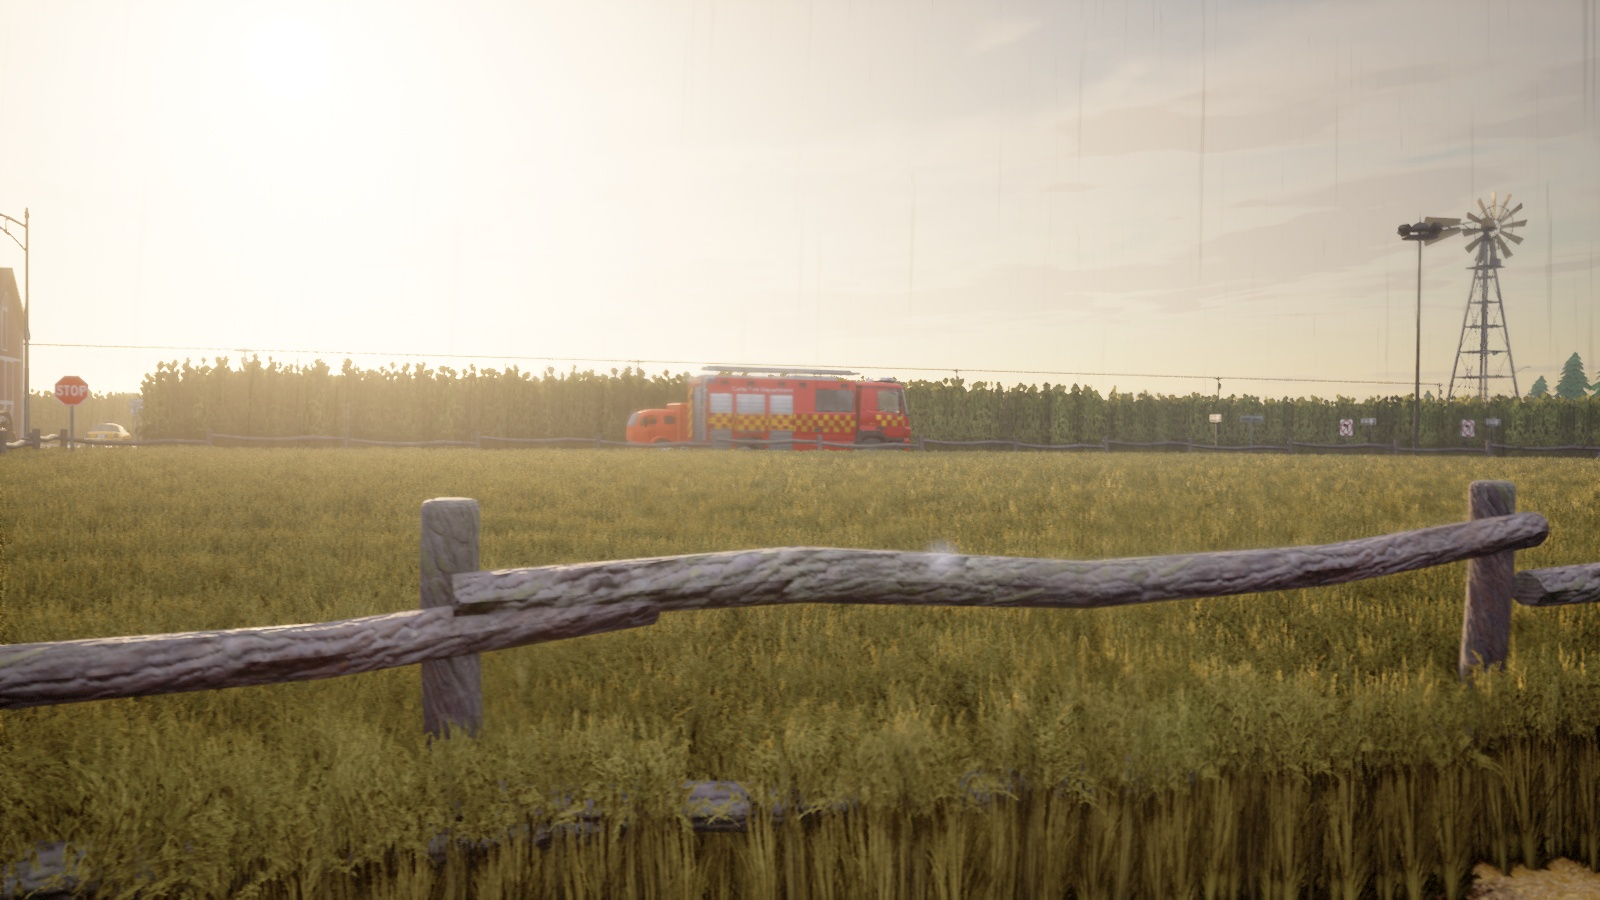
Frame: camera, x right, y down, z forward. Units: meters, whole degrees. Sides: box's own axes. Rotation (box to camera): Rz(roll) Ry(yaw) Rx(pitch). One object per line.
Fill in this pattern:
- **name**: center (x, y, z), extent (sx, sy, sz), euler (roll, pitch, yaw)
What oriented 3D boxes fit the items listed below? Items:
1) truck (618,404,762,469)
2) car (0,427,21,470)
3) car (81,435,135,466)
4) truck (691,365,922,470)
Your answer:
- **truck**: center (-4.420, -0.556, 50.341), extent (5.204, 2.467, 2.627), euler (-1, 1, -20)
- **car**: center (-36.324, -0.061, 56.051), extent (1.905, 1.878, 3.866), euler (-1, 0, -21)
- **car**: center (-37.768, 0.015, 68.638), extent (1.801, 1.575, 5.366), euler (-1, 1, -21)
- **truck**: center (0.254, -1.242, 48.770), extent (8.468, 3.827, 2.891), euler (-1, 1, -20)
